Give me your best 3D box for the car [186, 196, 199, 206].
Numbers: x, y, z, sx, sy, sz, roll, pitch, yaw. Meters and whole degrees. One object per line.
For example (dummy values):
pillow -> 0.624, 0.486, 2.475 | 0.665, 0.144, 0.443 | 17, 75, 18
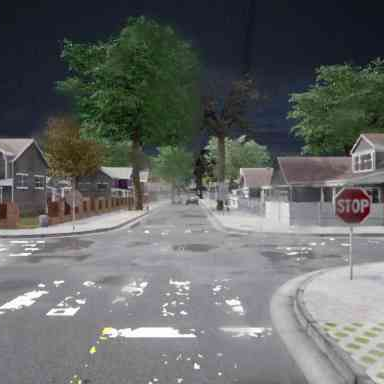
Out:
car -> 0.039, 1.387, 57.330 | 2.097, 1.767, 4.553 | 0, 0, 0

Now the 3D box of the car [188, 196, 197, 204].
car -> 0.045, 1.569, 67.363 | 1.812, 1.442, 4.674 | 0, 0, 0

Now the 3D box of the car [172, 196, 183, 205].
car -> -2.709, 1.530, 61.116 | 2.128, 1.511, 4.902 | 0, 0, 0
